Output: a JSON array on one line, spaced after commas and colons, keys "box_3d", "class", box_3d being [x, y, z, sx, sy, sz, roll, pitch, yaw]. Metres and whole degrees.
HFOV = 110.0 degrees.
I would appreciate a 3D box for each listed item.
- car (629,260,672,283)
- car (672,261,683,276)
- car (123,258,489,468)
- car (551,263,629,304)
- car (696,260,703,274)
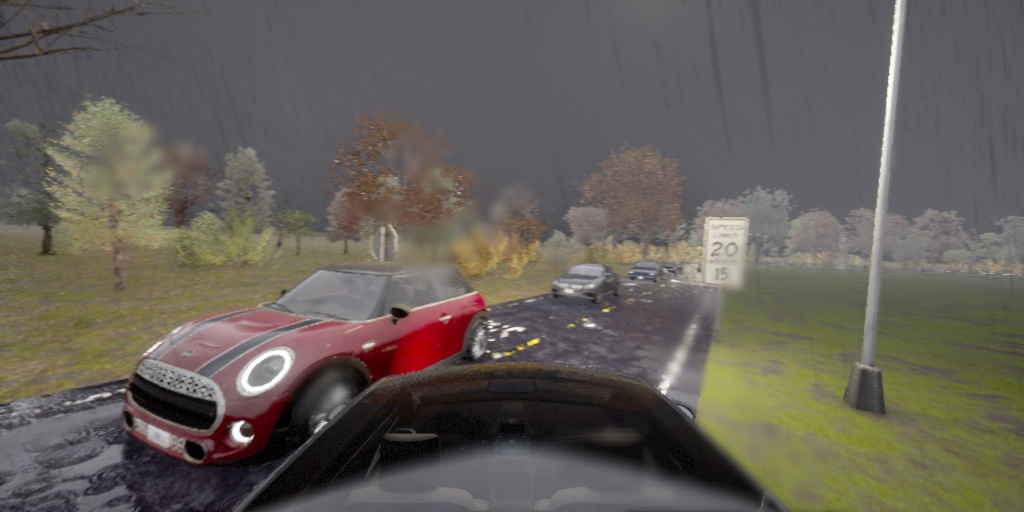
[{"box_3d": [10.015, 1.069, 26.248, 2.033, 1.411, 5.357, 5, 2, 31], "class": "car"}, {"box_3d": [15.473, 1.125, 35.200, 1.895, 1.301, 4.718, 5, 2, 31], "class": "car"}, {"box_3d": [-2.090, 0.893, 5.074, 2.097, 1.767, 4.553, 4, 2, 23], "class": "car"}, {"box_3d": [3.332, 1.038, 15.231, 1.812, 1.442, 4.674, 5, 2, 31], "class": "car"}, {"box_3d": [21.610, 1.234, 39.721, 1.837, 1.490, 4.892, 5, 2, 31], "class": "car"}]
